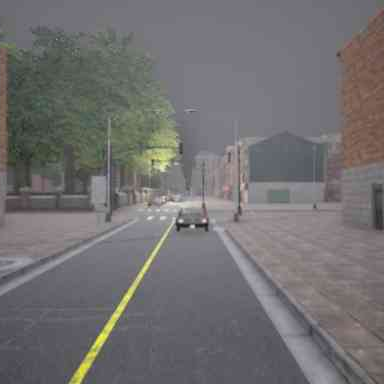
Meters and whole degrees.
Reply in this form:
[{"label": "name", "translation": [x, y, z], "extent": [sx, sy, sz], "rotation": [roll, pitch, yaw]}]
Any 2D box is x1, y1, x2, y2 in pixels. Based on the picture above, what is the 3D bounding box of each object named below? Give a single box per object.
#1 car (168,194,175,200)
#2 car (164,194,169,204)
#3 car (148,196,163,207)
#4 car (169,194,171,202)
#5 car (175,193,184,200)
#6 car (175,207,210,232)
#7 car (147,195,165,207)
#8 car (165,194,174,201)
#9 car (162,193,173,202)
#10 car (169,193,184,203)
[{"label": "car", "translation": [-5.761, 1.361, 93.812], "extent": [1.967, 1.590, 4.097], "rotation": [1, 0, 0]}, {"label": "car", "translation": [-5.490, 1.445, 55.662], "extent": [2.008, 1.369, 4.403], "rotation": [1, 0, 0]}, {"label": "car", "translation": [-5.504, 1.425, 50.500], "extent": [1.752, 1.417, 4.829], "rotation": [1, 0, 0]}, {"label": "car", "translation": [-5.529, 1.457, 61.112], "extent": [1.947, 1.339, 4.313], "rotation": [1, 0, 0]}, {"label": "car", "translation": [-3.056, 1.121, 81.985], "extent": [2.097, 1.767, 4.553], "rotation": [0, 0, 0]}, {"label": "car", "translation": [0.046, 1.554, 19.897], "extent": [1.895, 1.301, 4.718], "rotation": [0, 0, 1]}, {"label": "car", "translation": [-5.466, 1.453, 48.526], "extent": [2.008, 1.369, 4.403], "rotation": [1, 0, 0]}, {"label": "car", "translation": [-5.683, 1.341, 82.912], "extent": [1.967, 1.590, 4.097], "rotation": [1, 0, 0]}, {"label": "car", "translation": [-5.641, 1.209, 77.462], "extent": [2.192, 1.841, 5.009], "rotation": [1, 0, 0]}, {"label": "car", "translation": [-2.950, 1.391, 65.823], "extent": [2.128, 1.511, 4.902], "rotation": [0, 0, 0]}]
